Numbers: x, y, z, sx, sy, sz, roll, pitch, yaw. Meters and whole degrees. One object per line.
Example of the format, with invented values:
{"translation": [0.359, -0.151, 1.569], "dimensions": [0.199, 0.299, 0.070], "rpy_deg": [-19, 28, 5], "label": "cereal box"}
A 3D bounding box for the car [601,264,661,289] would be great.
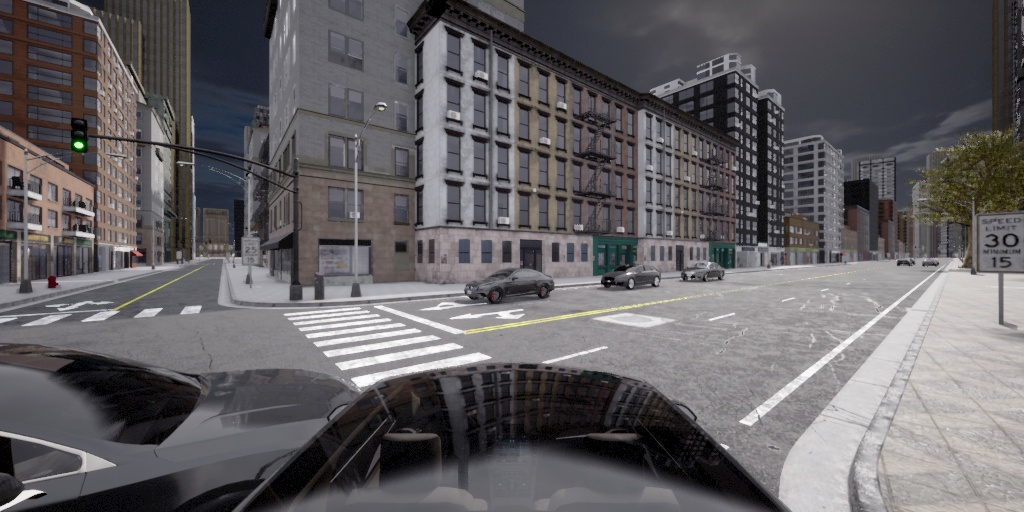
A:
{"translation": [7.690, 1.258, 22.977], "dimensions": [4.892, 1.490, 1.837], "rpy_deg": [0, 0, -39], "label": "car"}

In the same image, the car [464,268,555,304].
{"translation": [-0.011, 1.286, 16.765], "dimensions": [4.674, 1.442, 1.812], "rpy_deg": [0, 0, -39], "label": "car"}

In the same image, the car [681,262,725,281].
{"translation": [15.710, 1.235, 29.435], "dimensions": [4.902, 1.511, 2.128], "rpy_deg": [0, 0, -39], "label": "car"}

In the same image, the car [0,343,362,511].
{"translation": [-3.219, 1.257, 1.799], "dimensions": [4.892, 1.490, 1.837], "rpy_deg": [0, 0, -34], "label": "car"}
